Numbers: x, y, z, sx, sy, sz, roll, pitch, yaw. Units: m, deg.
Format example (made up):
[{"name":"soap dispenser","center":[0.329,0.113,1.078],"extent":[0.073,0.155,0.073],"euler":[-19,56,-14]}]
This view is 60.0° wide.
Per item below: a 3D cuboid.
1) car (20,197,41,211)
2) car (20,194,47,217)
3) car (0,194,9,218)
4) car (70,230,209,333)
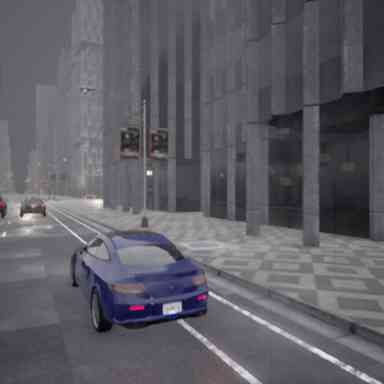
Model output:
[{"name":"car","center":[-19.691,1.440,40.499],"extent":[2.128,1.511,4.902],"euler":[0,0,-26]},{"name":"car","center":[-14.908,1.313,31.174],"extent":[2.097,1.767,4.553],"euler":[0,0,-26]},{"name":"car","center":[-17.588,1.185,29.389],"extent":[2.150,2.045,5.566],"euler":[0,0,-27]},{"name":"car","center":[-1.327,1.516,6.875],"extent":[1.812,1.442,4.674],"euler":[0,0,-27]}]
